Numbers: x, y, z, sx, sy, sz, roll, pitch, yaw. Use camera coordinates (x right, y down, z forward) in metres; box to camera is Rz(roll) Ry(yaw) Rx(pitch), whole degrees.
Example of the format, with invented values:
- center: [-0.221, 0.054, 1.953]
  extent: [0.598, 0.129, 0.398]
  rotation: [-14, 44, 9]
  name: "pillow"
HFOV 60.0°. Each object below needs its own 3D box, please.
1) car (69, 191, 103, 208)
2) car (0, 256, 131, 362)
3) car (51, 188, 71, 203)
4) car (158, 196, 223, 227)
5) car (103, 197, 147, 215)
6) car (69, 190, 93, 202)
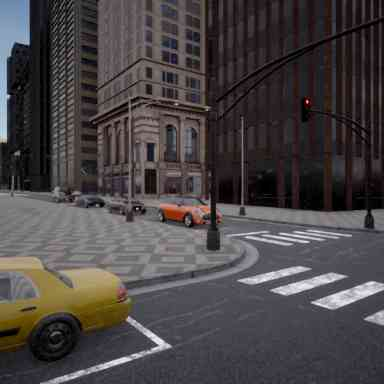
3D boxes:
- center: [-10.826, 0.892, 34.952]
  extent: [2.033, 1.411, 5.357]
  rotation: [0, 1, -35]
  name: "car"
- center: [-3.233, 1.525, 4.343]
  extent: [4.829, 1.417, 1.752]
  rotation: [0, 0, -36]
  name: "car"
- center: [-17.103, 0.648, 43.770]
  extent: [1.837, 1.490, 4.892]
  rotation: [0, 1, -35]
  name: "car"
- center: [-0.200, 1.050, 20.116]
  extent: [2.097, 1.767, 4.553]
  rotation: [0, 1, -36]
  name: "car"
- center: [-5.399, 1.087, 27.372]
  extent: [1.994, 1.385, 4.181]
  rotation: [0, 1, -36]
  name: "car"
- center: [-15.960, 0.575, 47.512]
  extent: [1.882, 1.535, 5.008]
  rotation: [0, 1, -36]
  name: "car"
